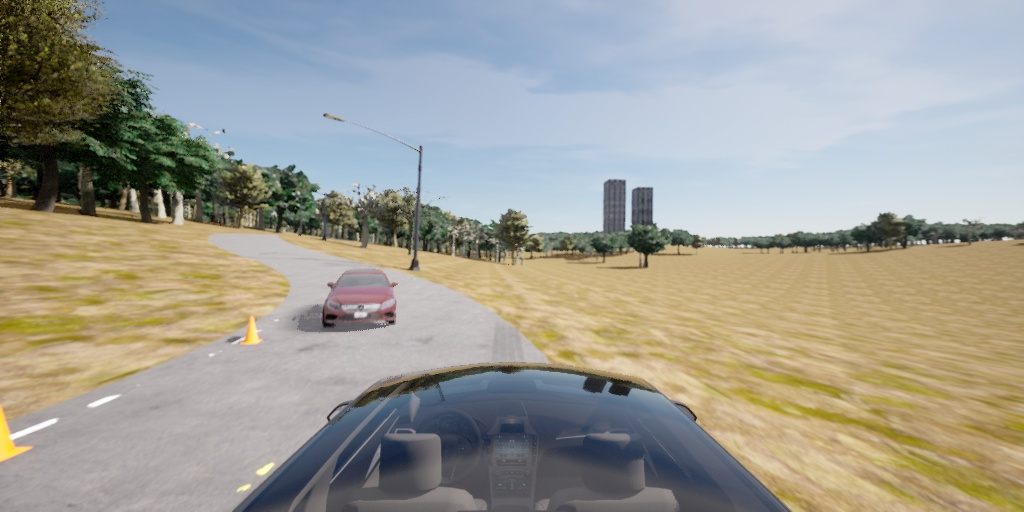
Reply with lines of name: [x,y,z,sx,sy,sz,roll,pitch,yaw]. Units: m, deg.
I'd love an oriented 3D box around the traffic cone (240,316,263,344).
traffic cone: [-5.828,1.638,8.028,0.340,0.580,0.340,0,0,-14]

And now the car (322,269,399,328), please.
car: [-4.650,1.161,11.292,1.812,1.442,4.674,1,1,-21]

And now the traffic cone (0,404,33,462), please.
traffic cone: [-5.052,1.670,3.488,0.340,0.580,0.340,0,0,-6]
